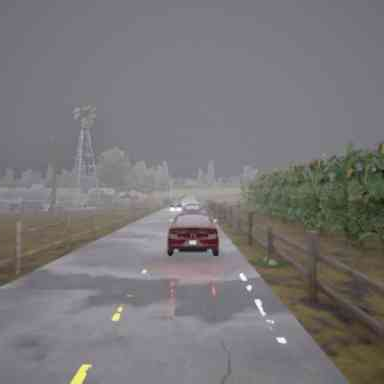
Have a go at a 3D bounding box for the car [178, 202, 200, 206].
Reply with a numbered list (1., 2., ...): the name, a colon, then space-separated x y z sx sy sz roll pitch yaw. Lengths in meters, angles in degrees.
1. car: 0.053 1.721 28.312 1.812 1.442 4.674 0 0 1

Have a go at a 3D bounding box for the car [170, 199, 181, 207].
1. car: -2.796 2.055 58.994 2.128 1.511 4.902 0 -1 1

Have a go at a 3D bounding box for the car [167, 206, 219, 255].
1. car: 0.055 1.560 13.728 1.882 1.535 5.008 0 0 1
